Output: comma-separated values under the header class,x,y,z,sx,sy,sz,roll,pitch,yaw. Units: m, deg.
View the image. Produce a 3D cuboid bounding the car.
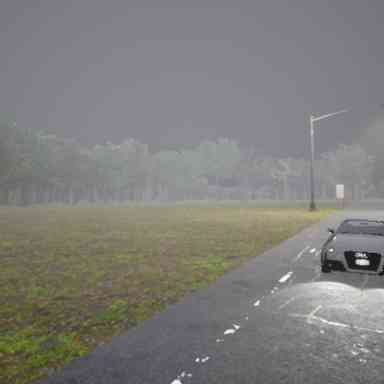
class,x,y,z,sx,sy,sz,roll,pitch,yaw
car,5.026,1.482,9.683,1.994,1.385,4.181,-1,0,29
